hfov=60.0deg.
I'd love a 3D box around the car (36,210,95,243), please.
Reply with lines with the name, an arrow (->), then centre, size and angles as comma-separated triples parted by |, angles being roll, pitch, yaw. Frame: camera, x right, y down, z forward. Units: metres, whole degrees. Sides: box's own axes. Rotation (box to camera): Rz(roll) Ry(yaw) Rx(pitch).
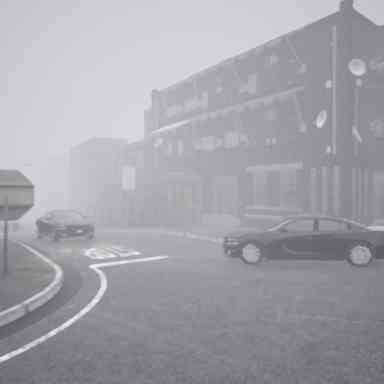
car -> -6.582, 1.659, 17.056 | 1.882, 1.535, 5.008 | 1, -4, -37

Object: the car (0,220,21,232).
car -> -18.223, 3.116, 32.782 | 1.837, 1.490, 4.892 | 1, -4, -36

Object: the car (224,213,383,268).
car -> 3.534, 1.457, 10.657 | 5.008, 1.535, 1.882 | -1, -1, 8
